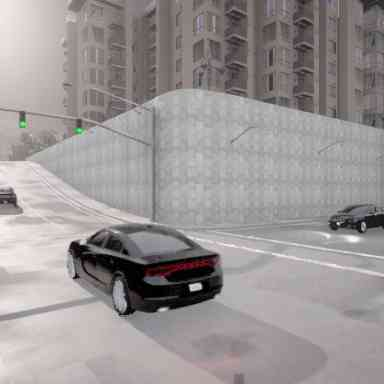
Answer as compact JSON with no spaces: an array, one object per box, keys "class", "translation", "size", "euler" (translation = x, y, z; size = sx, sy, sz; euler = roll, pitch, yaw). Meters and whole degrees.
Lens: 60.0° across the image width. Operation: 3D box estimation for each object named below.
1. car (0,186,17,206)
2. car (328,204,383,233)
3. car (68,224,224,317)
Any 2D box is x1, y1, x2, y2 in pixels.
[{"class":"car","translation":[-16.103,0.222,28.190],"size":[2.128,1.511,4.902],"euler":[0,8,-36]},{"class":"car","translation":[10.056,1.505,19.773],"size":[4.892,1.490,1.837],"euler":[0,0,-36]},{"class":"car","translation":[-1.381,1.480,7.712],"size":[1.882,1.535,5.008],"euler":[0,0,-36]}]
